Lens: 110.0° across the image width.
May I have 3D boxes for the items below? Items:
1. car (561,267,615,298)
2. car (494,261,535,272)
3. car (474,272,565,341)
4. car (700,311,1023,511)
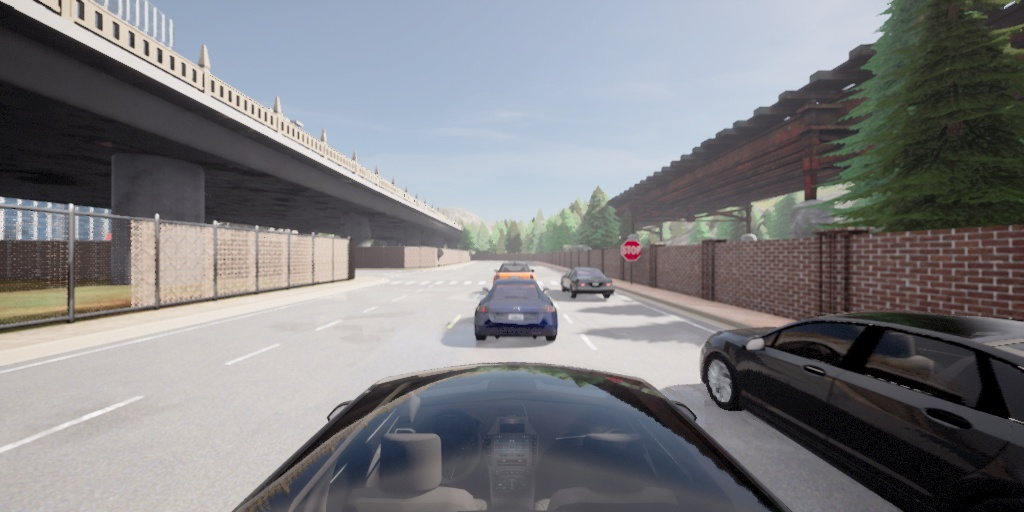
[{"bbox_3d":[3.627,1.267,18.029,2.033,1.411,5.357,0,0,0],"label":"car"},{"bbox_3d":[0.128,1.071,18.480,2.097,1.767,4.553,0,0,0],"label":"car"},{"bbox_3d":[0.107,1.299,9.828,1.994,1.385,4.181,0,0,1],"label":"car"},{"bbox_3d":[3.595,1.252,3.179,1.837,1.490,4.892,0,0,0],"label":"car"}]
